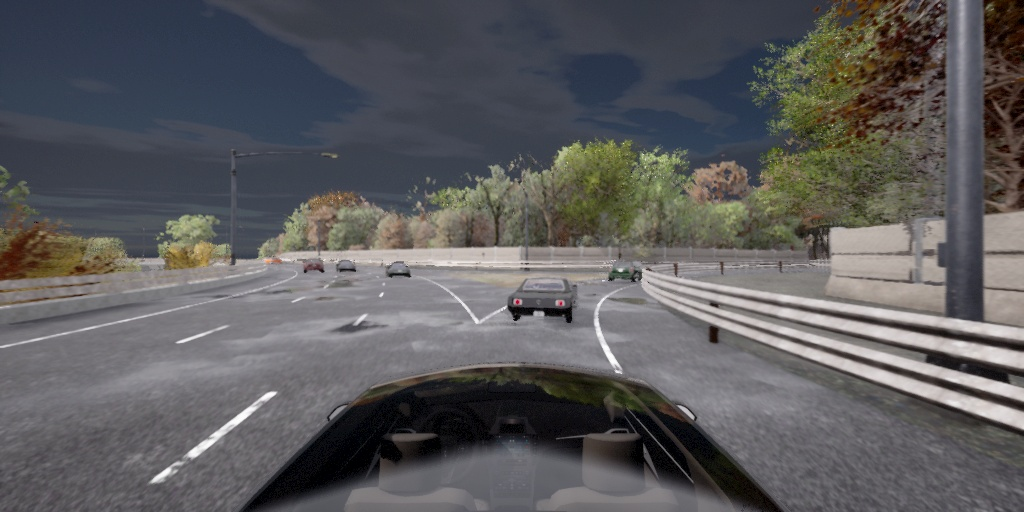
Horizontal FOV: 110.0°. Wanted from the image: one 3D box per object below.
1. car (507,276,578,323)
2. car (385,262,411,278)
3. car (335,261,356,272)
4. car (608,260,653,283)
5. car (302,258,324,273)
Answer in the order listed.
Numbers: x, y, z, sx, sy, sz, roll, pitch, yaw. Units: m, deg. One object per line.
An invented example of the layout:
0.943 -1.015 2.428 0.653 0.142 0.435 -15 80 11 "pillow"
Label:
1.263 1.344 12.289 1.895 1.301 4.718 0 0 13 "car"
-10.771 1.284 33.794 1.994 1.385 4.181 0 0 -23 "car"
-20.855 1.271 44.897 1.994 1.385 4.181 0 0 -32 "car"
9.325 1.087 27.977 2.097 1.767 4.553 0 0 39 "car"
-24.237 1.058 43.683 2.097 1.767 4.553 0 0 -32 "car"
